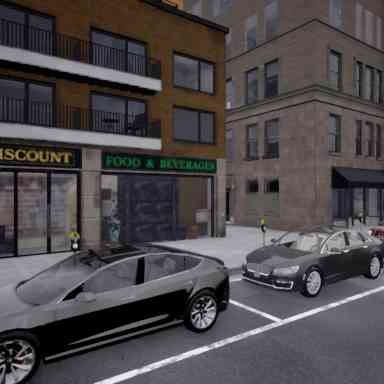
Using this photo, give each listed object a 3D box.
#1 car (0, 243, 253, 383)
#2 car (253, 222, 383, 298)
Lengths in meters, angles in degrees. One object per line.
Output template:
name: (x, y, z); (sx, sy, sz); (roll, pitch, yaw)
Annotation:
car: (-1.326, 1.566, 5.241); (4.313, 1.339, 1.947); (0, 0, -35)
car: (3.182, 1.551, 8.423); (4.403, 1.369, 2.008); (0, 0, -35)
